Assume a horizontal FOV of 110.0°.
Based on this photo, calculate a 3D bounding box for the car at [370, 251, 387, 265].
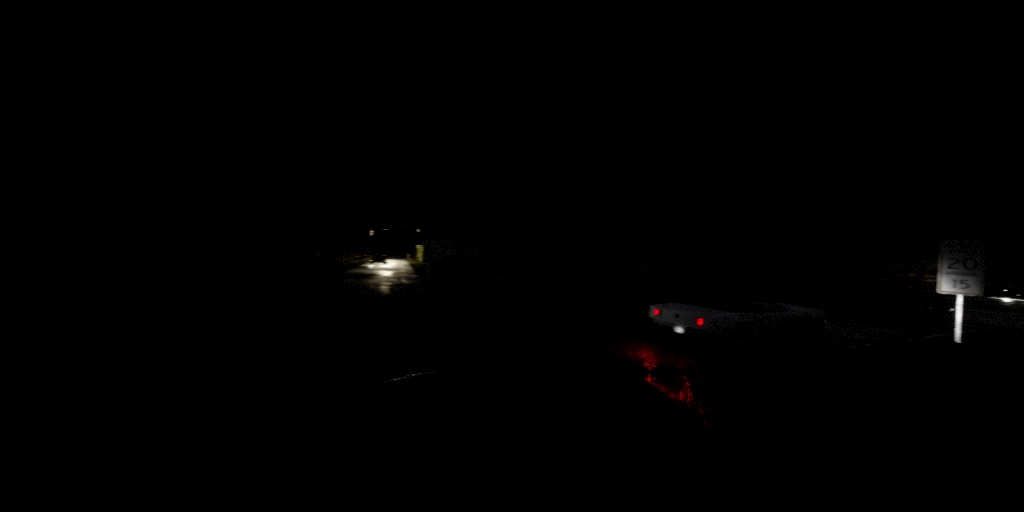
[{"bbox_3d":[-20.602,0.228,55.492,2.150,2.045,5.566,2,0,-18],"label":"car"}]

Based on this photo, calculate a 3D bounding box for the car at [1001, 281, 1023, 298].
[{"bbox_3d":[42.576,2.783,29.369,5.357,1.411,2.033,2,1,-22],"label":"car"}]

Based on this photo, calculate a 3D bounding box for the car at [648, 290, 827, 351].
[{"bbox_3d":[6.097,1.576,9.577,4.718,1.301,1.895,2,1,-23],"label":"car"}]
